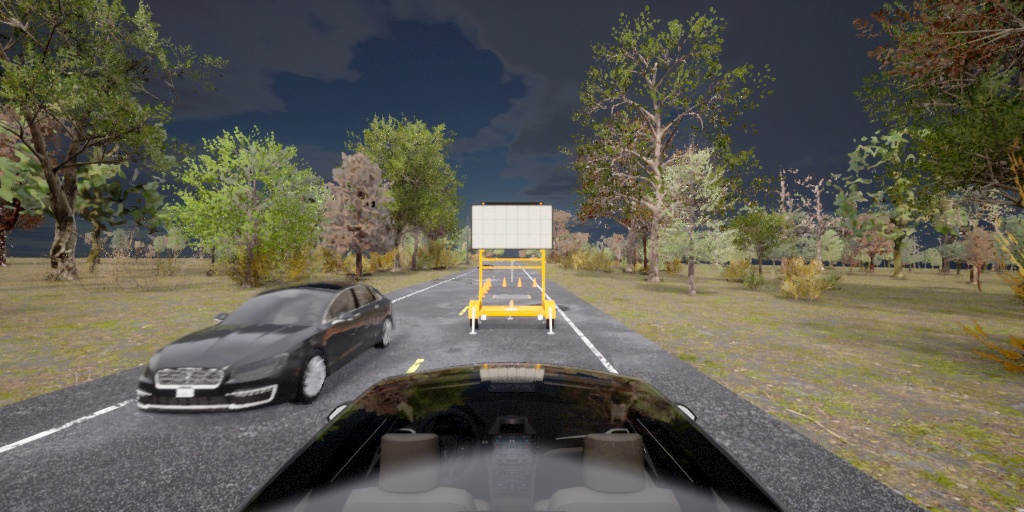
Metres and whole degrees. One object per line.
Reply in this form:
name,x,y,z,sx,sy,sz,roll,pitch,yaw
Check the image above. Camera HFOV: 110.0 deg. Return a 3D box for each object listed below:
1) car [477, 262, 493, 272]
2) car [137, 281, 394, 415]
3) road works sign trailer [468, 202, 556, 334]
car,-3.609,1.412,47.851,1.895,1.301,4.718,0,0,0
car,-3.601,1.256,6.379,1.837,1.490,4.892,0,0,0
road works sign trailer,0.003,0.218,10.598,2.380,3.560,2.880,0,0,0
